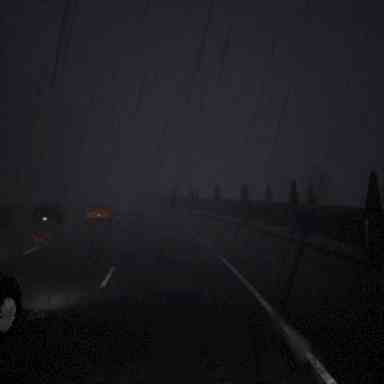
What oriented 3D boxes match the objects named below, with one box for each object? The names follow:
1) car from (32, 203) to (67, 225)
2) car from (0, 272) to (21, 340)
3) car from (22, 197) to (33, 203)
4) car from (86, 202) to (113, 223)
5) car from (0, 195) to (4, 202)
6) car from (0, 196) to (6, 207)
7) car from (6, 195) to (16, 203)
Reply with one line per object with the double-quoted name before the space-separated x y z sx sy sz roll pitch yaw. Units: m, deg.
"car" -10.501 1.560 24.649 1.837 1.490 4.892 0 0 -15
"car" -3.682 1.518 3.622 1.837 1.490 4.892 0 0 -3
"car" -36.036 1.763 72.780 1.895 1.301 4.718 0 0 -21
"car" -7.372 1.527 26.421 1.882 1.535 5.008 0 0 -15
"car" -45.085 1.512 76.731 2.033 1.411 5.357 0 0 -21
"car" -21.216 1.310 34.374 2.150 2.045 5.566 0 0 -21
"car" -39.320 1.529 71.567 2.097 1.767 4.553 0 0 -21
